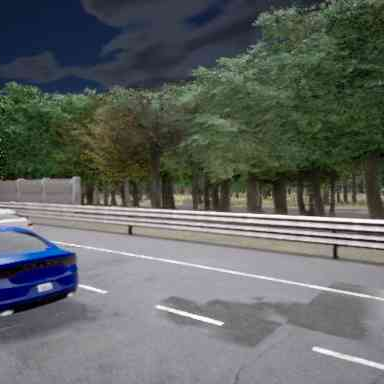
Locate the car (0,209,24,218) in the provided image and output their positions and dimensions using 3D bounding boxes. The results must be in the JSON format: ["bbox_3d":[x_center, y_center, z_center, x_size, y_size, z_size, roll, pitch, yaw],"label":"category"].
[{"bbox_3d":[-8.667,1.467,14.438,4.674,1.442,1.812,0,0,36],"label":"car"}]

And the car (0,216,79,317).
[{"bbox_3d":[-4.509,1.459,7.087,5.008,1.535,1.882,0,0,36],"label":"car"}]
